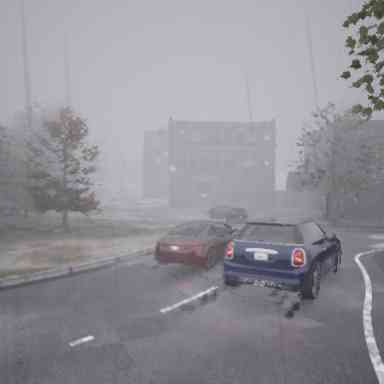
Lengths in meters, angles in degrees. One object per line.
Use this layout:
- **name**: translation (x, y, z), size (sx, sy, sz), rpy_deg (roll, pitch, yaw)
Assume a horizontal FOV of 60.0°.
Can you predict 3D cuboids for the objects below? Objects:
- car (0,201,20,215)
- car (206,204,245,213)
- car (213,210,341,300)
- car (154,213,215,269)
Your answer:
- **car**: translation (-22.755, 1.839, 38.619), size (4.892, 1.490, 1.837), rpy_deg (-1, 1, -16)
- **car**: translation (2.825, 1.749, 27.993), size (1.837, 1.490, 4.892), rpy_deg (2, -1, -23)
- **car**: translation (2.634, 1.444, 9.027), size (2.097, 1.767, 4.553), rpy_deg (0, -1, 32)
- **car**: translation (0.514, 1.676, 11.749), size (1.994, 1.385, 4.181), rpy_deg (0, 0, 31)
